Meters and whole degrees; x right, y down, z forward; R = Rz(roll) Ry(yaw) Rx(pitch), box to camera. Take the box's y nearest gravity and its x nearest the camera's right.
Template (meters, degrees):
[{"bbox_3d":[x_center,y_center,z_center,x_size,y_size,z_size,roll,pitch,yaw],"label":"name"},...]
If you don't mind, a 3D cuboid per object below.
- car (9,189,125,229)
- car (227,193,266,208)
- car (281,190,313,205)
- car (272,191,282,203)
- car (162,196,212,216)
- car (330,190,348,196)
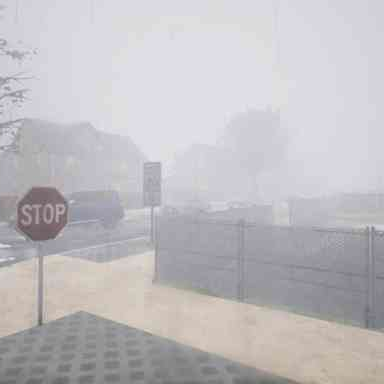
[{"bbox_3d":[-5.836,0.906,16.307,2.150,2.045,5.566,1,2,36],"label":"car"},{"bbox_3d":[5.403,0.776,32.115,2.033,1.411,5.357,1,2,36],"label":"car"},{"bbox_3d":[11.545,0.648,35.694,1.812,1.442,4.674,1,2,35],"label":"car"},{"bbox_3d":[11.398,0.514,40.509,1.812,1.442,4.674,1,2,36],"label":"car"},{"bbox_3d":[-0.303,1.024,24.097,1.994,1.385,4.181,1,2,35],"label":"car"},{"bbox_3d":[22.952,0.265,51.765,1.895,1.301,4.718,1,2,36],"label":"car"}]
